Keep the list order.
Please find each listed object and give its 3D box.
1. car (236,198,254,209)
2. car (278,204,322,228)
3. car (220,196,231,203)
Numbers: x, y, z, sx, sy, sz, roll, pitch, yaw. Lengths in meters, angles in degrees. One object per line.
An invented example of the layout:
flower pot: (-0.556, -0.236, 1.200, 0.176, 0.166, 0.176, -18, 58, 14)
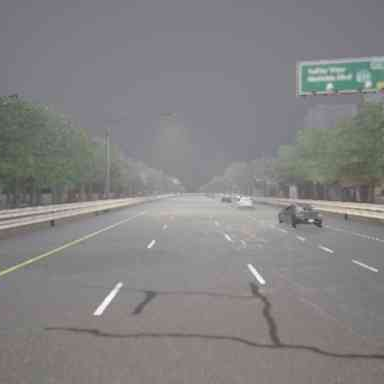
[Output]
car: (7.035, 1.526, 44.641, 1.812, 1.442, 4.674, 0, 0, 0)
car: (7.014, 1.530, 21.866, 1.812, 1.442, 4.674, 0, 0, 0)
car: (7.058, 1.472, 69.924, 1.882, 1.535, 5.008, 0, 0, 0)
